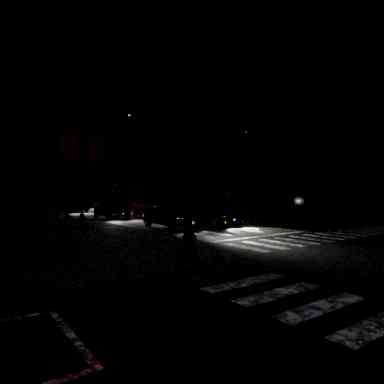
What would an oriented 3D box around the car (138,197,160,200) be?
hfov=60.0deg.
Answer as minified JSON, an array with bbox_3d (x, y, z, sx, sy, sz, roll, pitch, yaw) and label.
[{"bbox_3d":[-3.511,1.312,29.272,2.097,1.767,4.553,0,0,-36],"label":"car"}]

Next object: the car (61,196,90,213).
[{"bbox_3d":[-13.090,1.494,37.031,2.033,1.411,5.357,0,0,-36],"label":"car"}]

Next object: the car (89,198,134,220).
[{"bbox_3d":[-6.869,1.467,28.376,1.837,1.490,4.892,0,0,-36],"label":"car"}]

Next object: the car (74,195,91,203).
[{"bbox_3d":[-21.966,1.365,66.437,1.882,1.535,5.008,0,0,-36],"label":"car"}]

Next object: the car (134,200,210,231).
[{"bbox_3d":[-1.376,1.468,20.730,2.128,1.511,4.902,0,0,-36],"label":"car"}]

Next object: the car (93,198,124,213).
[{"bbox_3d":[-9.475,1.470,37.590,1.812,1.442,4.674,0,0,-36],"label":"car"}]

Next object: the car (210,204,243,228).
[{"bbox_3d":[1.476,1.537,22.328,1.994,1.385,4.181,0,0,-36],"label":"car"}]
